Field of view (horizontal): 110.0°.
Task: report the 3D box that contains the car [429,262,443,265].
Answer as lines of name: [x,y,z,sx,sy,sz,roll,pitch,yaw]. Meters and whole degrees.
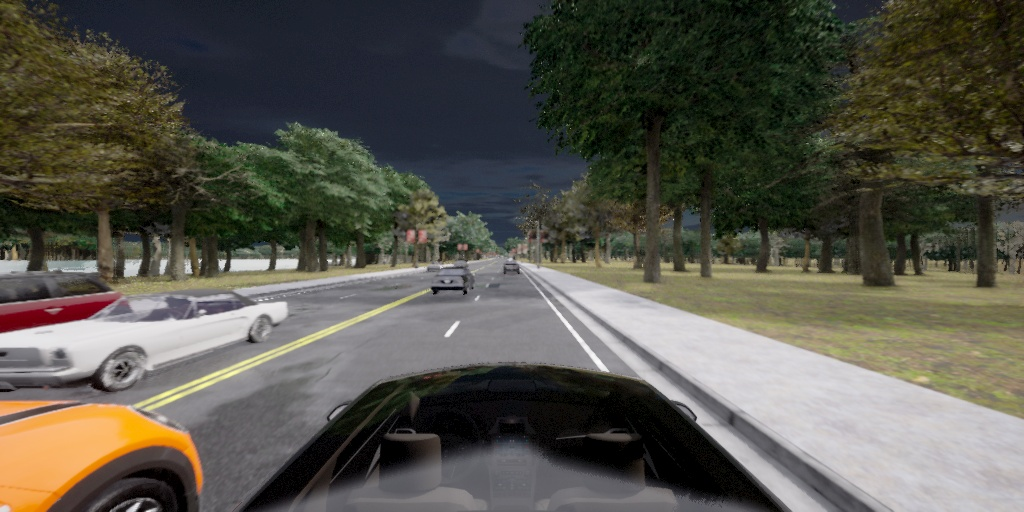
car: [-10.036,1.426,47.643,1.895,1.301,4.718,0,0,0]

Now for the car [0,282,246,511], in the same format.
car: [-3.151,1.102,0.528,2.097,1.767,4.553,0,0,0]

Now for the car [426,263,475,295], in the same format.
car: [-3.184,1.310,20.050,2.033,1.411,5.357,0,0,0]

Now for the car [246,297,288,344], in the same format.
car: [-6.603,1.354,6.820,1.895,1.301,4.718,0,0,0]

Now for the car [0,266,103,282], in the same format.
car: [-9.854,1.105,6.393,2.097,1.767,4.553,0,0,0]

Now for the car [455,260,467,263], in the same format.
car: [-6.786,1.329,47.453,1.837,1.490,4.892,0,0,0]

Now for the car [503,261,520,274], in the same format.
car: [-0.064,1.299,42.475,2.128,1.511,4.902,0,0,0]
